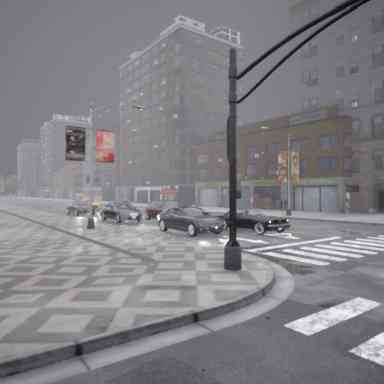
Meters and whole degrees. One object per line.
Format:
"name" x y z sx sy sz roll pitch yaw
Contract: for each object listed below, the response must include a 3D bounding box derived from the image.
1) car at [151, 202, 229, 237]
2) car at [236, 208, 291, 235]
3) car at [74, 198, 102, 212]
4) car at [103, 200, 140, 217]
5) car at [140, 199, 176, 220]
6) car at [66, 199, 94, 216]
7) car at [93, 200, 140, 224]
"car" -0.181 1.556 18.728 1.837 1.490 4.892 0 0 -36
"car" 3.363 1.645 19.388 1.895 1.301 4.718 0 0 -36
"car" -13.345 1.616 42.411 1.882 1.535 5.008 0 0 -36
"car" -7.307 1.615 34.057 1.837 1.490 4.892 0 0 -36
"car" -1.964 1.431 26.712 2.097 1.767 4.553 0 0 -36
"car" -11.529 1.625 34.344 1.837 1.490 4.892 0 0 -36
"car" -5.679 1.579 26.286 2.128 1.511 4.902 0 0 -36
